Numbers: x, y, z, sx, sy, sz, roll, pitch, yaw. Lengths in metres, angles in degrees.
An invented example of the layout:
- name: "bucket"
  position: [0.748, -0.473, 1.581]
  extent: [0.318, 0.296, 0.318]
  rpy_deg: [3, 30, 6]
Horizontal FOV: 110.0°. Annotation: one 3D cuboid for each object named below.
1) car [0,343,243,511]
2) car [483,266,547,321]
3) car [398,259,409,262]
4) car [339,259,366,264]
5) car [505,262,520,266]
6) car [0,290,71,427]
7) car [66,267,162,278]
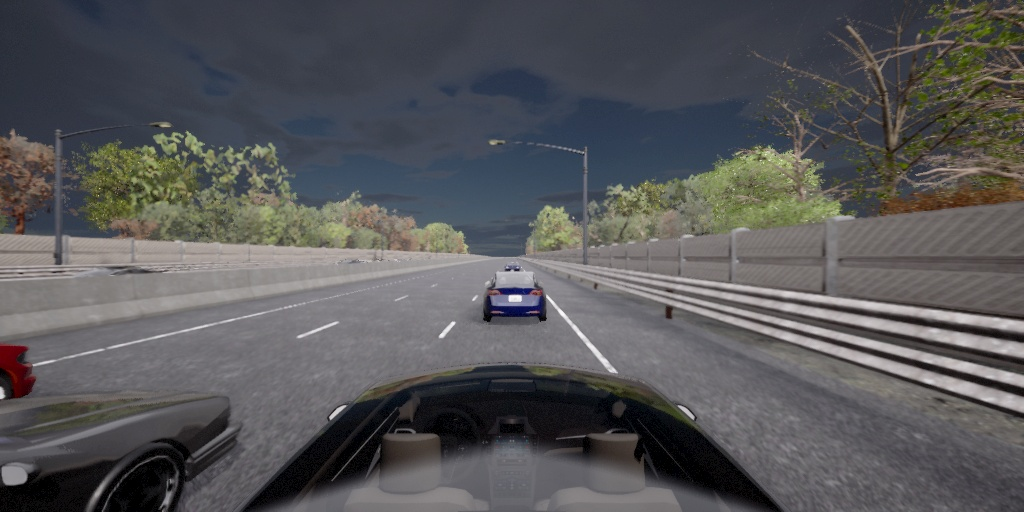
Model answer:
- name: "car"
  position: [-3.398, 1.298, 0.777]
  extent: [2.033, 1.411, 5.357]
  rpy_deg: [0, 0, 0]
- name: "car"
  position: [0.094, 1.256, 12.552]
  extent: [2.163, 1.488, 4.792]
  rpy_deg: [0, 0, 0]
- name: "car"
  position: [-17.575, 1.255, 57.529]
  extent: [2.128, 1.511, 4.902]
  rpy_deg: [0, 0, 1]
- name: "car"
  position: [-21.098, 1.363, 48.866]
  extent: [1.895, 1.301, 4.718]
  rpy_deg: [0, 0, 0]
- name: "car"
  position: [0.079, 1.359, 43.391]
  extent: [1.895, 1.301, 4.718]
  rpy_deg: [0, 0, 0]
- name: "car"
  position: [-6.903, 1.229, 2.346]
  extent: [1.882, 1.535, 5.008]
  rpy_deg: [0, 0, 0]
- name: "car"
  position: [-17.606, 1.260, 15.664]
  extent: [1.837, 1.490, 4.892]
  rpy_deg: [0, 0, 0]
